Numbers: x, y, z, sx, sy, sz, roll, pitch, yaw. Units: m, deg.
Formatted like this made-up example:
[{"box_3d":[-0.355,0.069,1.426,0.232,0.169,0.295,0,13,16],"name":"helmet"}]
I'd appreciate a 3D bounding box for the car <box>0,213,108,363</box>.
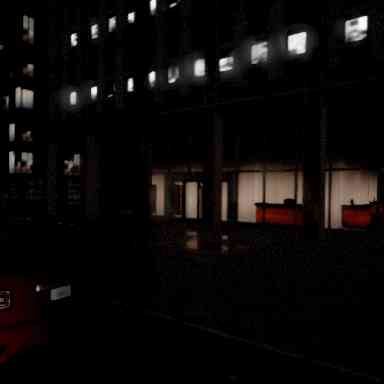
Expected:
[{"box_3d":[-3.509,1.273,5.394,5.009,1.841,2.192,1,1,36],"name":"car"}]
